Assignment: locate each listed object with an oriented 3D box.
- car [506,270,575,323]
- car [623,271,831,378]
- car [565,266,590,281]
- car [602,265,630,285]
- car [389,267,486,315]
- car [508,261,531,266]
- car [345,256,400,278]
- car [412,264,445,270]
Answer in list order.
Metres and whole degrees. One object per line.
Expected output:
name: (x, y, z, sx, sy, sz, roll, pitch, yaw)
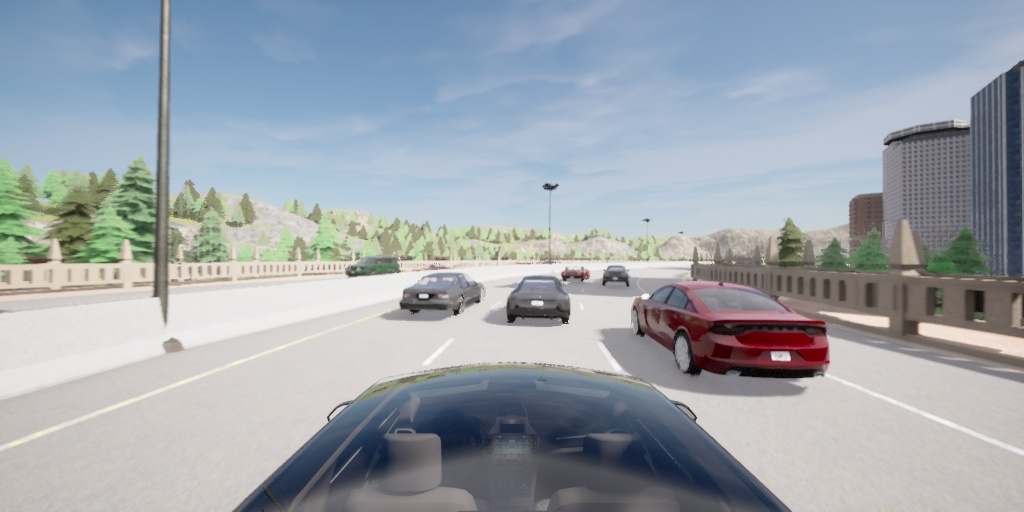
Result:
car: (0.992, 1.349, 12.415, 1.994, 1.385, 4.181, 0, 0, 7)
car: (3.955, 1.261, 7.509, 1.882, 1.535, 5.008, 0, 0, 4)
car: (5.665, 1.485, 31.435, 1.895, 1.301, 4.718, 0, 0, 20)
car: (7.823, 1.394, 26.928, 1.812, 1.442, 4.674, 0, 0, 18)
car: (-2.425, 1.323, 13.806, 2.033, 1.411, 5.357, 0, 0, 8)
car: (0.962, 1.449, 46.941, 1.882, 1.535, 5.008, 0, -1, 28)
car: (-12.540, 1.056, 32.743, 2.150, 2.045, 5.566, 0, -1, 18)
car: (-7.895, 1.467, 35.575, 1.895, 1.301, 4.718, 0, 0, 20)
